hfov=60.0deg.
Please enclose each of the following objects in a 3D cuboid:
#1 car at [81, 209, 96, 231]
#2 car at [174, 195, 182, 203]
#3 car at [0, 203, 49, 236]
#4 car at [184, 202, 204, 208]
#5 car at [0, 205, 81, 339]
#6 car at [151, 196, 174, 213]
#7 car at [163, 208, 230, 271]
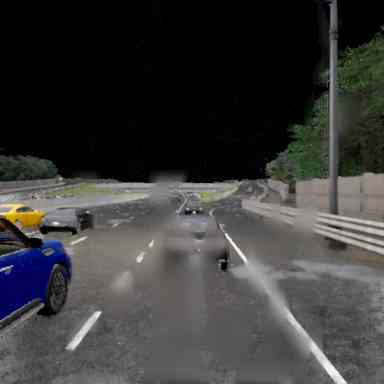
[{"bbox_3d":[-6.861,1.555,18.790,1.994,1.385,4.181,0,0,0],"label":"car"},{"bbox_3d":[-3.279,1.474,69.241,1.837,1.490,4.892,0,0,0],"label":"car"},{"bbox_3d":[-10.358,1.468,19.400,1.882,1.535,5.008,0,0,0],"label":"car"},{"bbox_3d":[0.283,1.585,32.436,1.895,1.301,4.718,0,0,2],"label":"car"},{"bbox_3d":[-3.498,1.222,4.331,2.150,2.045,5.566,0,0,0],"label":"car"},{"bbox_3d":[-3.370,1.489,36.760,1.837,1.490,4.892,0,0,0],"label":"car"},{"bbox_3d":[0.115,1.487,10.913,2.128,1.511,4.902,0,0,0],"label":"car"}]
